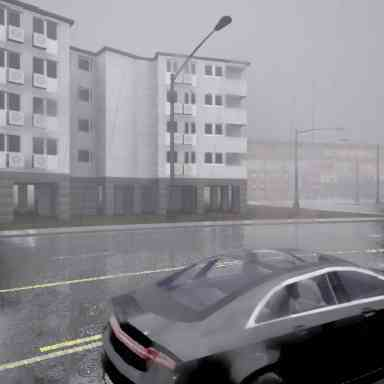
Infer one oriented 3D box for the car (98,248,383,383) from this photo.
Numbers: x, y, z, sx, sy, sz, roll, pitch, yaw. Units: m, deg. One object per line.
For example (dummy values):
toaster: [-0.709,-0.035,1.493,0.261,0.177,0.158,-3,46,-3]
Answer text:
car: [1.362,1.493,4.198,4.902,1.511,2.128,0,0,-30]
